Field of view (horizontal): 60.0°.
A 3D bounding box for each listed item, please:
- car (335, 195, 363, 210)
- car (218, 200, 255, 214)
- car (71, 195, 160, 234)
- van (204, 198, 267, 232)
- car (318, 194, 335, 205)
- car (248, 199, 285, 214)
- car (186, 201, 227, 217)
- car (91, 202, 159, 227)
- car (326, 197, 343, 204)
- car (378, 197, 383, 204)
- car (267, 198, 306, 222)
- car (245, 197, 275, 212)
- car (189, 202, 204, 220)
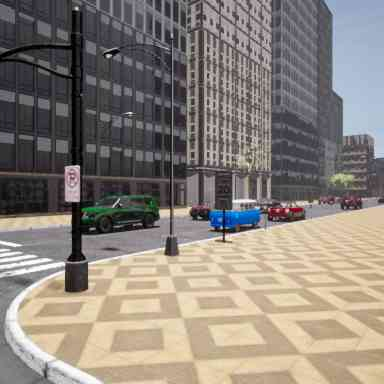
[{"bbox_3d":[21.323,1.368,44.426,2.192,1.841,5.009,0,0,38],"label":"car"},{"bbox_3d":[4.876,1.571,36.049,1.887,1.381,4.507,0,0,38],"label":"car"},{"bbox_3d":[-4.380,1.238,20.019,2.150,2.045,5.566,0,0,39],"label":"car"},{"bbox_3d":[2.723,1.368,20.209,1.690,1.788,3.998,0,0,38],"label":"van"},{"bbox_3d":[25.306,1.380,62.450,2.192,1.841,5.009,0,0,38],"label":"car"},{"bbox_3d":[8.224,1.523,36.322,2.128,1.511,4.902,0,0,38],"label":"car"},{"bbox_3d":[1.471,1.603,31.648,1.802,1.307,4.206,0,0,38],"label":"car"},{"bbox_3d":[-4.657,1.540,23.941,1.752,1.417,4.829,0,0,38],"label":"car"},{"bbox_3d":[28.711,1.624,66.849,2.008,1.369,4.403,0,0,38],"label":"car"},{"bbox_3d":[38.347,1.658,66.425,1.947,1.339,4.313,0,0,38],"label":"car"},{"bbox_3d":[7.703,1.472,26.825,1.967,1.590,4.097,0,0,38],"label":"car"},{"bbox_3d":[8.281,1.471,40.449,1.967,1.590,4.097,0,0,38],"label":"car"},{"bbox_3d":[1.837,1.624,28.086,1.895,1.301,4.718,0,0,38],"label":"car"}]
